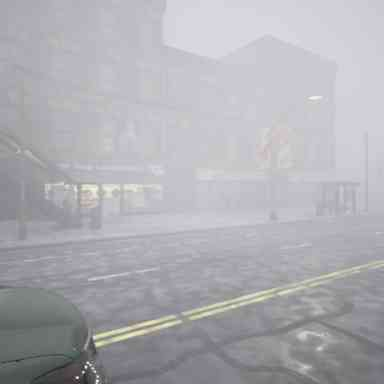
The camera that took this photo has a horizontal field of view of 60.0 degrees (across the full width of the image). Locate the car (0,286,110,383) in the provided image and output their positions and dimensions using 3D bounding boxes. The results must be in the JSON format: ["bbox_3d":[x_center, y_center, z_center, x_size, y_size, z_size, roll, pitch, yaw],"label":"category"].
[{"bbox_3d":[-3.172,1.232,1.484,5.566,2.045,2.150,0,0,-35],"label":"car"}]
